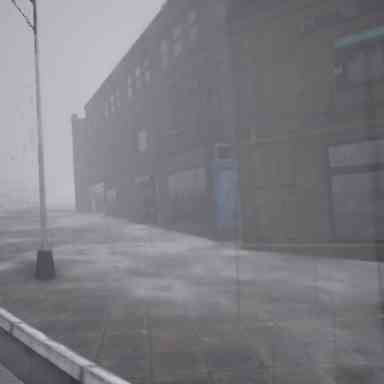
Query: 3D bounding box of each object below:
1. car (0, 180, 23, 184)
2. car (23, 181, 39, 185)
[{"bbox_3d":[-44.372,-2.112,80.336,2.002,1.452,4.674,-5,-3,30],"label":"car"},{"bbox_3d":[-41.662,-2.080,85.178,2.097,1.535,5.008,-5,-3,29],"label":"car"}]
